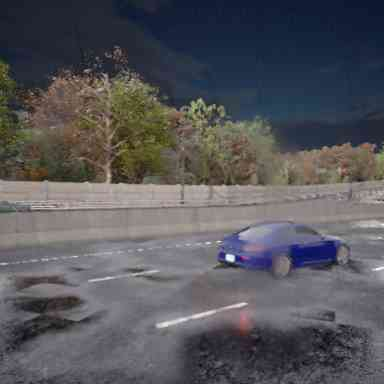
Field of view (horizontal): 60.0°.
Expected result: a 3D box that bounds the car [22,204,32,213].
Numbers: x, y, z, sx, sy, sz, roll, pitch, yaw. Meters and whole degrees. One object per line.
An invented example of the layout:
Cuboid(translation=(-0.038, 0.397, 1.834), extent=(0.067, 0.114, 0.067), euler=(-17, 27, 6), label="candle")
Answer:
Cuboid(translation=(-15.752, 1.514, 27.146), extent=(4.902, 1.511, 2.128), euler=(1, 0, -35), label="car")

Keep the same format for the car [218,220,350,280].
Cuboid(translation=(2.883, 1.587, 10.108), extent=(4.674, 1.442, 1.812), euler=(1, 0, -35), label="car")

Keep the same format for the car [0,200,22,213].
Cuboid(translation=(-14.888, 1.361, 23.462), extent=(4.553, 1.767, 2.097), euler=(0, 0, -35), label="car")

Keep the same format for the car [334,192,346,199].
Cuboid(translation=(38.448, 1.175, 87.298), extent=(1.812, 1.442, 4.674), euler=(0, 1, 33), label="car")
